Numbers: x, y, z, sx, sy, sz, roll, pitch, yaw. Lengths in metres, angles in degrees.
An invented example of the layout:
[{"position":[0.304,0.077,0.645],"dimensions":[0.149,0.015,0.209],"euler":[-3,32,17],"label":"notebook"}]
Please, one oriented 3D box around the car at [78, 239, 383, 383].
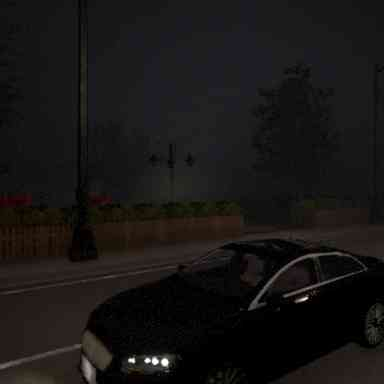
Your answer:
[{"position":[0.983,1.489,4.690],"dimensions":[4.902,1.511,2.128],"euler":[0,0,-35],"label":"car"}]
